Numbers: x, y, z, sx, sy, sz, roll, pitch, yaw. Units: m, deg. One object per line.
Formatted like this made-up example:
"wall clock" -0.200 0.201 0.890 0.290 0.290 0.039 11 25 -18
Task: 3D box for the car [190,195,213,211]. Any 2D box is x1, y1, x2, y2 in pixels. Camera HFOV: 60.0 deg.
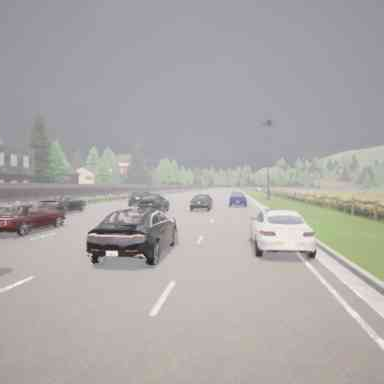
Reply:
"car" 0.943 0.963 31.619 2.033 1.411 5.357 0 1 7

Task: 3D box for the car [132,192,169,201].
"car" -3.117 0.994 27.450 1.837 1.490 4.892 0 1 7

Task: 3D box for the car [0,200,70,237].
"car" -8.091 1.292 16.131 1.895 1.301 4.718 0 1 7

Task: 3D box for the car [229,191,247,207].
"car" 5.050 0.806 36.605 1.882 1.535 5.008 0 1 8

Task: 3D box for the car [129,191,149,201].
"car" -5.447 0.664 36.832 2.097 1.767 4.553 0 1 7

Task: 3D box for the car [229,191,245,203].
"car" 6.319 0.632 46.876 2.128 1.511 4.902 0 1 7

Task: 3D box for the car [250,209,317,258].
"car" 3.066 1.311 11.722 1.812 1.442 4.674 0 1 7

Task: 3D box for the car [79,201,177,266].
"car" -1.712 1.288 10.814 2.128 1.511 4.902 0 1 7

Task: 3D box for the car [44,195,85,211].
"car" -10.279 0.986 26.613 2.128 1.511 4.902 0 1 7

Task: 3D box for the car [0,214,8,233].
"car" -5.859 1.386 5.969 1.837 1.490 4.892 0 1 7
